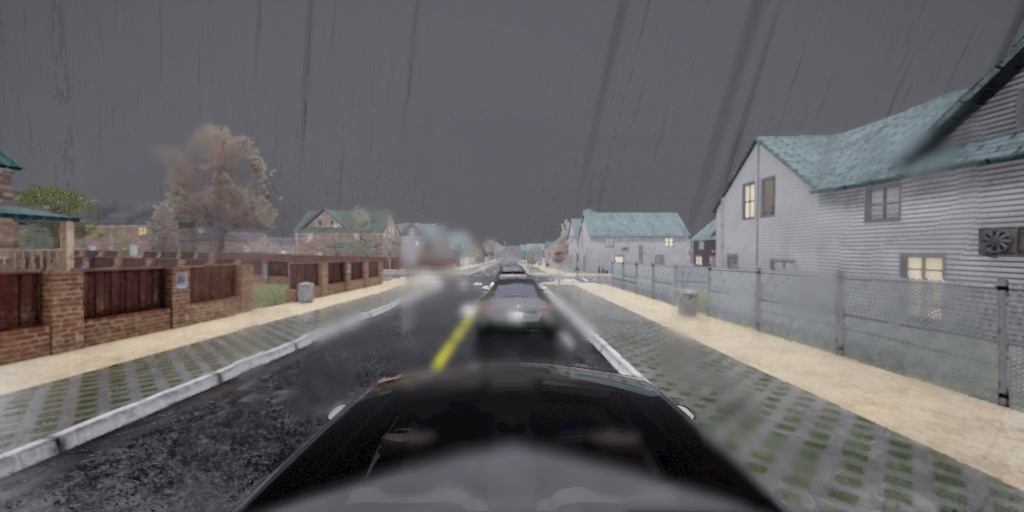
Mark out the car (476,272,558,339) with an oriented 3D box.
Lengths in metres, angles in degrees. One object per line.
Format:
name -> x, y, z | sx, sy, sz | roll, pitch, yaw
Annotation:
car -> 0.108, 1.319, 10.092 | 1.994, 1.385, 4.181 | 0, 0, 0

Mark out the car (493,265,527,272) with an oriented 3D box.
car -> -0.096, 1.255, 21.757 | 2.128, 1.511, 4.902 | 0, 0, -4
